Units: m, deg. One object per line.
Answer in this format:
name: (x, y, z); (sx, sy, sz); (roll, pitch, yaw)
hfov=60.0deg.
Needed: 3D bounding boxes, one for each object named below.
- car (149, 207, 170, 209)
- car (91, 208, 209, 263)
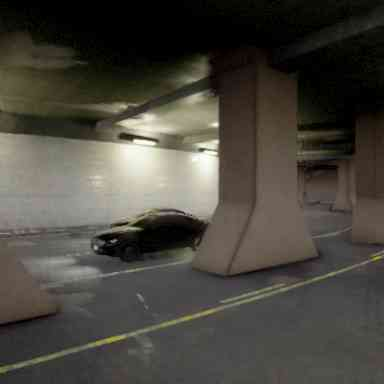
car: (-1.703, 1.483, 16.215); (4.674, 1.442, 1.812); (0, 0, -40)
car: (-1.263, 1.494, 12.044); (4.674, 1.442, 1.812); (0, 0, -40)
